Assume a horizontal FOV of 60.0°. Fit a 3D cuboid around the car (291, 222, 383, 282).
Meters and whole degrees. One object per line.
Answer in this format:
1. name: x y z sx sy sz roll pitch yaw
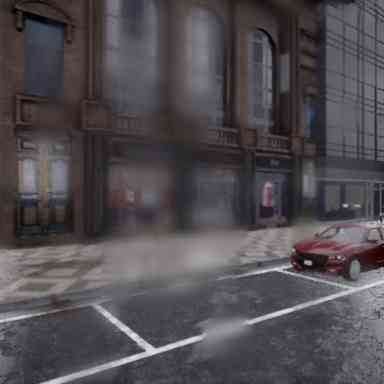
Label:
1. car: 4.871 1.626 10.014 4.507 1.381 1.887 1 -1 -36
